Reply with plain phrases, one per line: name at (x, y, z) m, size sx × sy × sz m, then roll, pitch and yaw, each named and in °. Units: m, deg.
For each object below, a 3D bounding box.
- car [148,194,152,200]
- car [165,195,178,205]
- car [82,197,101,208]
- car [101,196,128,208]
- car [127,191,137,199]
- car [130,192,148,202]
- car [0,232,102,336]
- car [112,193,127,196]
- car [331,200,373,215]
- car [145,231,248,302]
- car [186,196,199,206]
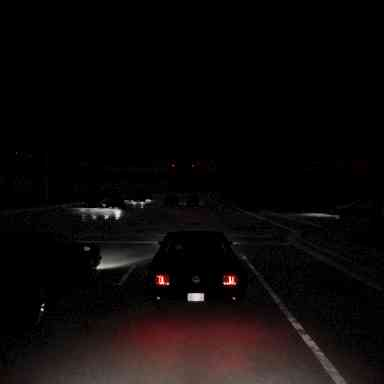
car at (-10.488, 1.108, 77.056) m, size 1.994 × 1.385 × 4.181 m, roll 0°, pitch 1°, yaw 0°
car at (-3.391, 1.208, 56.045) m, size 2.097 × 1.767 × 4.553 m, roll 0°, pitch 1°, yaw 0°
car at (-14.087, 1.444, 47.366) m, size 1.837 × 1.490 × 4.892 m, roll 0°, pitch 0°, yaw 0°
car at (-10.587, 1.546, 45.860) m, size 1.895 × 1.301 × 4.718 m, roll 0°, pitch 0°, yaw 0°
car at (-13.988, 0.775, 77.322) m, size 2.150 × 2.045 × 5.566 m, roll 0°, pitch 1°, yaw 0°
car at (-10.513, 1.239, 66.507) m, size 1.837 × 1.490 × 4.892 m, roll 0°, pitch 0°, yaw 1°
car at (-3.419, 1.547, 6.812) m, size 2.033 × 1.411 × 5.357 m, roll 0°, pitch 0°, yaw 0°
car at (-14.045, 1.284, 61.719) m, size 2.128 × 1.511 × 4.902 m, roll 0°, pitch 1°, yaw 0°
car at (16.161, 1.526, 32.830) m, size 4.674 × 1.442 × 1.812 m, roll 0°, pitch 0°, yaw -2°
car at (0.084, 1.601, 8.193) m, size 1.895 × 1.301 × 4.718 m, roll 0°, pitch 0°, yaw 0°
car at (0.108, 1.389, 52.692) m, size 2.128 × 1.511 × 4.902 m, roll 0°, pitch 1°, yaw 0°
